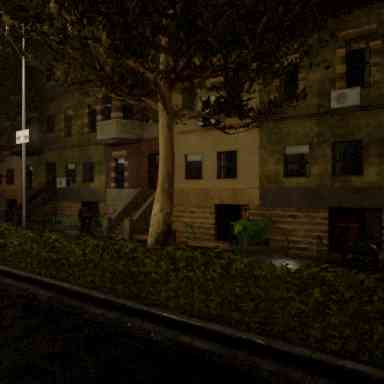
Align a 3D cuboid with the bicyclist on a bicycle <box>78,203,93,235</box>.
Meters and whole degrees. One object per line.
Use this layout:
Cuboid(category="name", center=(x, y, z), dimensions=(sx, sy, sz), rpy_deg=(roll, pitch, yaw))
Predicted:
Cuboid(category="bicyclist on a bicycle", center=(-4.679, 1.301, 14.635), dimensions=(0.582, 1.620, 1.656), rpy_deg=(0, -2, -36))
